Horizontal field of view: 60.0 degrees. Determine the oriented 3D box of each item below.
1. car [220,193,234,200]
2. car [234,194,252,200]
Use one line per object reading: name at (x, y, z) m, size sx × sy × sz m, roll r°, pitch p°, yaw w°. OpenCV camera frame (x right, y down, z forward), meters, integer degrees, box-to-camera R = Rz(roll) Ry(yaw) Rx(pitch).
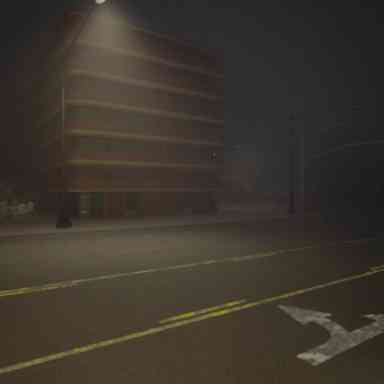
car at (9.882, 1.209, 91.217) m, size 4.611 × 1.667 × 2.242 m, roll -1°, pitch 0°, yaw -35°
car at (13.856, 1.362, 86.998) m, size 3.806 × 1.475 × 1.970 m, roll -1°, pitch 0°, yaw -35°
